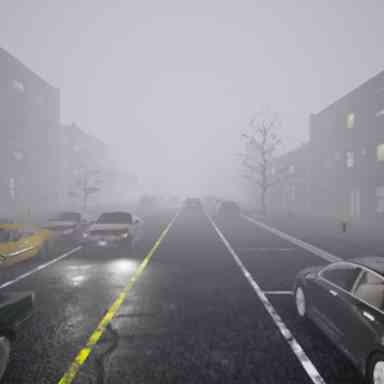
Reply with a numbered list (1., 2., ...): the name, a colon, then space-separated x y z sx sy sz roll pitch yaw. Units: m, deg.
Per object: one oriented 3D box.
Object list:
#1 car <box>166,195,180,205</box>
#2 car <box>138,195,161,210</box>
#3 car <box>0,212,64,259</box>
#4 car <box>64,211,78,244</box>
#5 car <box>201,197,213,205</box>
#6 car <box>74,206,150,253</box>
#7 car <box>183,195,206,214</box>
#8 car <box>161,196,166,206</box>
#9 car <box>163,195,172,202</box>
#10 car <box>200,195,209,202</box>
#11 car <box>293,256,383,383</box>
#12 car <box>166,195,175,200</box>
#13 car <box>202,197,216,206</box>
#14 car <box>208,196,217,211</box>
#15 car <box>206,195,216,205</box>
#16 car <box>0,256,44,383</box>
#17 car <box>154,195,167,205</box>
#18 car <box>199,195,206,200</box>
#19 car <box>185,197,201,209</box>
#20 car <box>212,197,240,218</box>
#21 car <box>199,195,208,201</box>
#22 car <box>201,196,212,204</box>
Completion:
1. car: -3.024 1.465 57.053 1.837 1.490 4.892 0 0 1
2. car: -5.660 1.283 43.211 2.192 1.841 5.009 1 0 0
3. car: -5.678 1.516 9.842 1.752 1.417 4.829 1 0 0
4. car: -5.676 1.569 15.545 1.802 1.307 4.206 1 0 0
5. car: 2.726 1.528 59.804 1.947 1.339 4.313 1 0 0
6. car: -3.080 1.514 13.792 1.812 1.442 4.674 0 0 0
7. car: 0.116 1.325 34.756 2.097 1.767 4.553 0 0 0
8. car: -5.657 1.544 54.277 1.802 1.307 4.206 1 0 0
9. car: -5.714 1.479 77.884 1.752 1.417 4.829 1 0 0
10. car: 2.796 1.481 76.267 1.752 1.417 4.829 1 0 0
11. car: 2.698 1.548 4.473 2.008 1.369 4.403 1 0 0
12. car: -5.762 1.502 89.120 2.008 1.369 4.403 1 0 0
13. car: 2.724 1.530 54.271 1.947 1.339 4.313 1 0 0
14. car: 3.163 1.478 36.906 1.837 1.490 4.892 0 0 0
15. car: 2.723 1.282 48.738 2.192 1.841 5.009 1 0 0
16. car: -3.100 1.598 2.394 1.895 1.301 4.718 0 0 0
17. car: -5.652 1.400 59.810 1.967 1.590 4.097 1 0 0
18. car: 2.872 1.519 92.033 1.947 1.339 4.313 0 0 0
19. car: 0.123 1.459 47.024 2.128 1.511 4.902 0 0 0
20. car: 3.154 1.456 29.906 1.882 1.535 5.008 0 0 0
21. car: 2.840 1.505 84.488 2.008 1.369 4.403 0 0 0
22. car: 2.737 1.505 65.031 1.887 1.381 4.507 1 0 0
